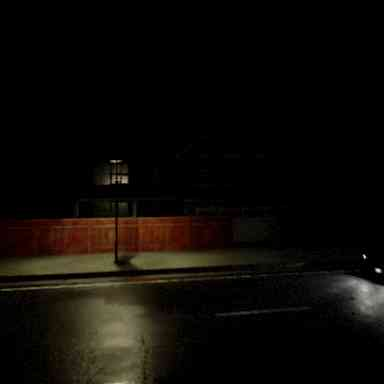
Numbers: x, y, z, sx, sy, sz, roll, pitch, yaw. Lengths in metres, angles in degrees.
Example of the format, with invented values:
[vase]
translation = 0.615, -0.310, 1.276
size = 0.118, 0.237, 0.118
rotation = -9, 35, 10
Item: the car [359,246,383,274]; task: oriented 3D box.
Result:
[car]
translation = 7.918, 1.848, 10.044
size = 5.357, 1.411, 2.033
rotation = 0, -2, -11
